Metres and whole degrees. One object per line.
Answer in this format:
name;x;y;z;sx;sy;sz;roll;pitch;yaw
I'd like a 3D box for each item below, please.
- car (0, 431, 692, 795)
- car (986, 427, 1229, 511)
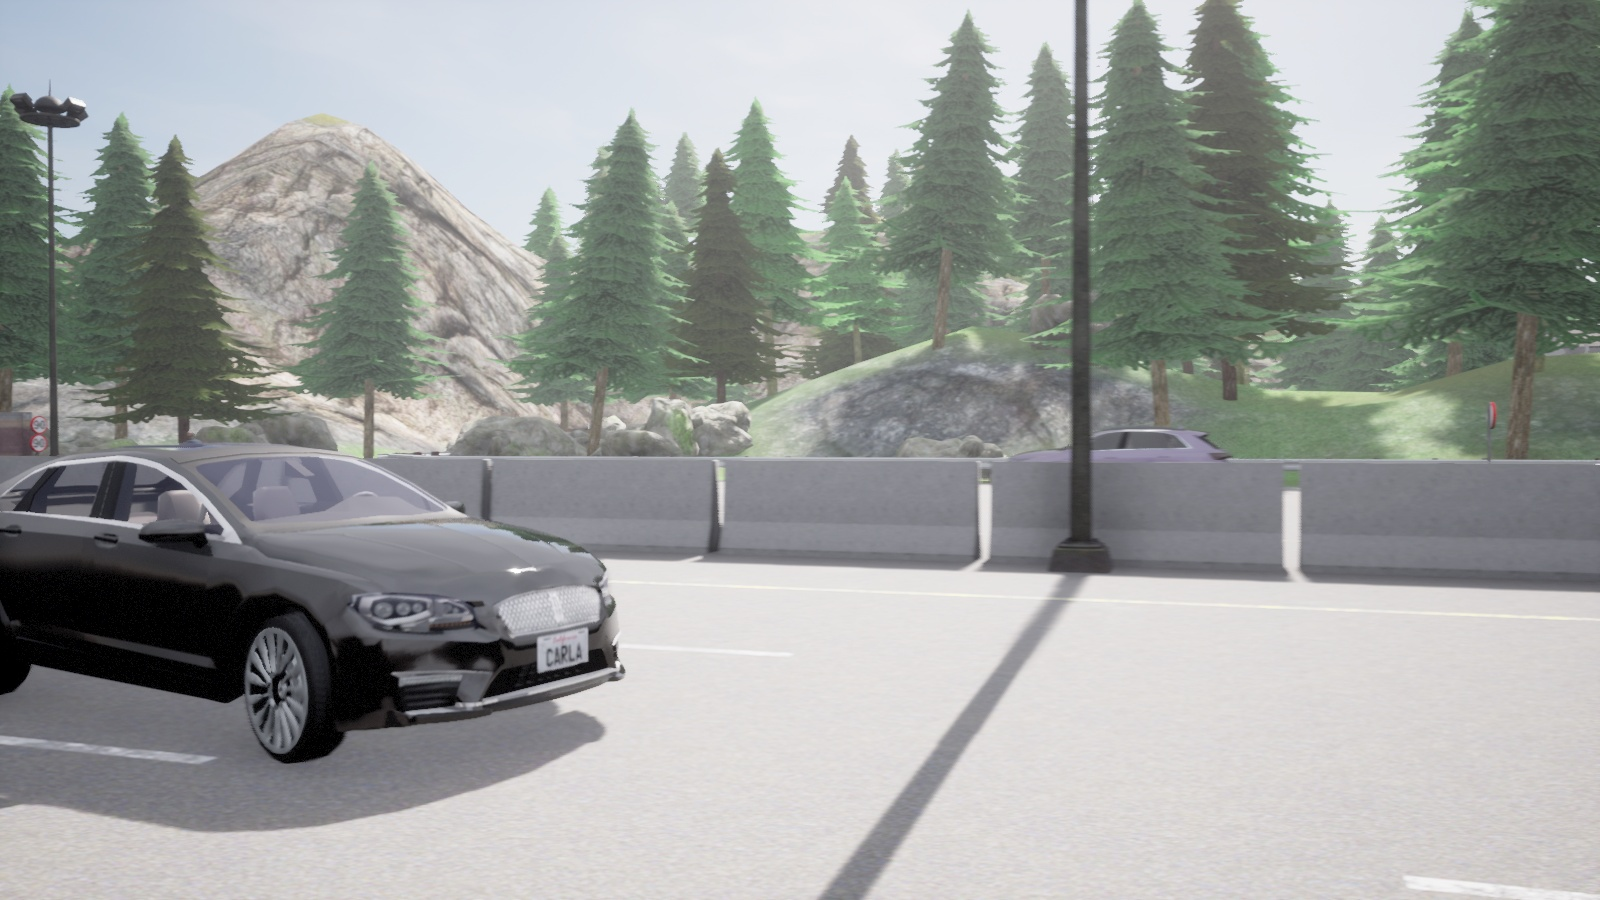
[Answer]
car;-3.257;0.652;7.422;4.902;1.511;2.128;1;1;31
car;6.590;0.353;26.822;4.856;1.649;2.033;1;1;19
